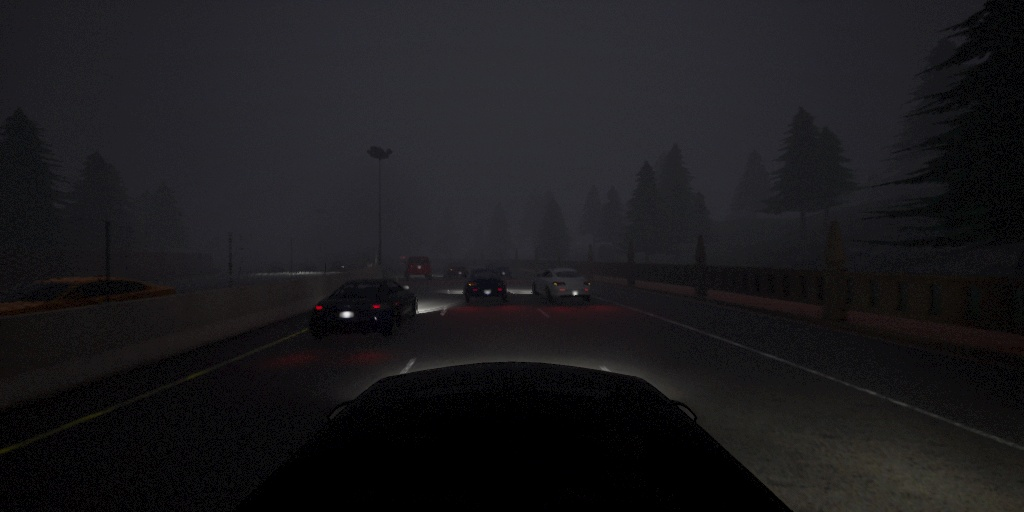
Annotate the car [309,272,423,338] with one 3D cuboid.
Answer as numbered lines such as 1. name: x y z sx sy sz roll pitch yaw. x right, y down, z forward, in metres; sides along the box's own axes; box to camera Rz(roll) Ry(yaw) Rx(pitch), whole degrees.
1. car: -4.015 1.333 10.318 1.994 1.385 4.181 0 0 -5

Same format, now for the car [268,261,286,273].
1. car: -30.894 1.419 47.183 1.812 1.442 4.674 0 0 -31

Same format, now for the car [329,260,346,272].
1. car: -24.356 1.370 49.908 1.837 1.490 4.892 0 0 -31

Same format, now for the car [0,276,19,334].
1. car: -14.460 1.305 7.360 2.128 1.511 4.902 0 0 -5

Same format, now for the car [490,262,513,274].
1. car: -1.390 1.288 32.730 1.812 1.442 4.674 0 0 -17

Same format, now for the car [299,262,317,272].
1. car: -27.180 1.441 47.789 1.994 1.385 4.181 0 0 -30

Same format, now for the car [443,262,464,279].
1. car: -5.187 1.305 33.212 1.812 1.442 4.674 0 0 -18

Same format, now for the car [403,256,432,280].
1. car: -8.395 1.014 31.933 2.150 2.045 5.566 0 0 -17

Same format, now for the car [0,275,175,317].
1. car: -11.062 1.277 8.861 1.882 1.535 5.008 0 0 -6

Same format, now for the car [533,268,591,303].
1. car: 2.228 1.269 16.764 1.812 1.442 4.674 0 0 -8

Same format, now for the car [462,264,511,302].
1. car: -1.318 1.285 16.905 1.812 1.442 4.674 0 0 -8
